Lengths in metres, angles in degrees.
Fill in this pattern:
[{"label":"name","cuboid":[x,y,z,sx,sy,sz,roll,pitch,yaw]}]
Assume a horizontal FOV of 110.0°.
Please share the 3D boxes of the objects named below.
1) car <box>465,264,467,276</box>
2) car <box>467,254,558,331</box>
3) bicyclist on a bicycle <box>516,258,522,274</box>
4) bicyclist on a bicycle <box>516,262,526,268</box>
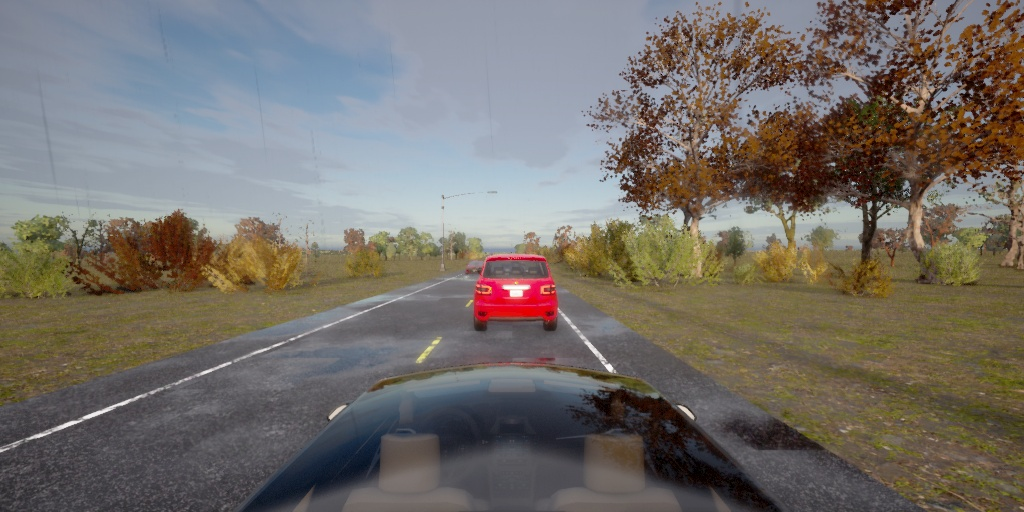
[{"label":"car","cuboid":[-3.775,1.214,37.899,1.882,1.535,5.008,0,0,0]},{"label":"car","cuboid":[0.075,0.968,11.074,2.150,2.045,5.566,0,0,-1]},{"label":"bicyclist on a bicycle","cuboid":[0.771,1.106,40.266,0.659,1.776,1.843,0,0,0]},{"label":"bicyclist on a bicycle","cuboid":[0.850,1.109,30.253,0.659,1.776,1.843,0,0,0]}]
